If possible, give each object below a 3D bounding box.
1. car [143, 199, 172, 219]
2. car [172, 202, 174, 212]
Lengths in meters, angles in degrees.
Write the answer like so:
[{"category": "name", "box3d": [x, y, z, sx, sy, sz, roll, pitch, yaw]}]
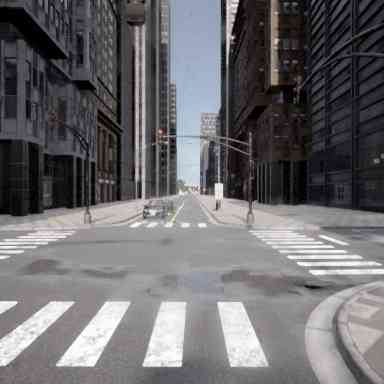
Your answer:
[{"category": "car", "box3d": [-3.175, 1.499, 29.438, 2.128, 1.511, 4.902, 0, 0, 0]}, {"category": "car", "box3d": [-3.204, 1.576, 39.504, 1.994, 1.385, 4.181, 0, 0, -1]}]
